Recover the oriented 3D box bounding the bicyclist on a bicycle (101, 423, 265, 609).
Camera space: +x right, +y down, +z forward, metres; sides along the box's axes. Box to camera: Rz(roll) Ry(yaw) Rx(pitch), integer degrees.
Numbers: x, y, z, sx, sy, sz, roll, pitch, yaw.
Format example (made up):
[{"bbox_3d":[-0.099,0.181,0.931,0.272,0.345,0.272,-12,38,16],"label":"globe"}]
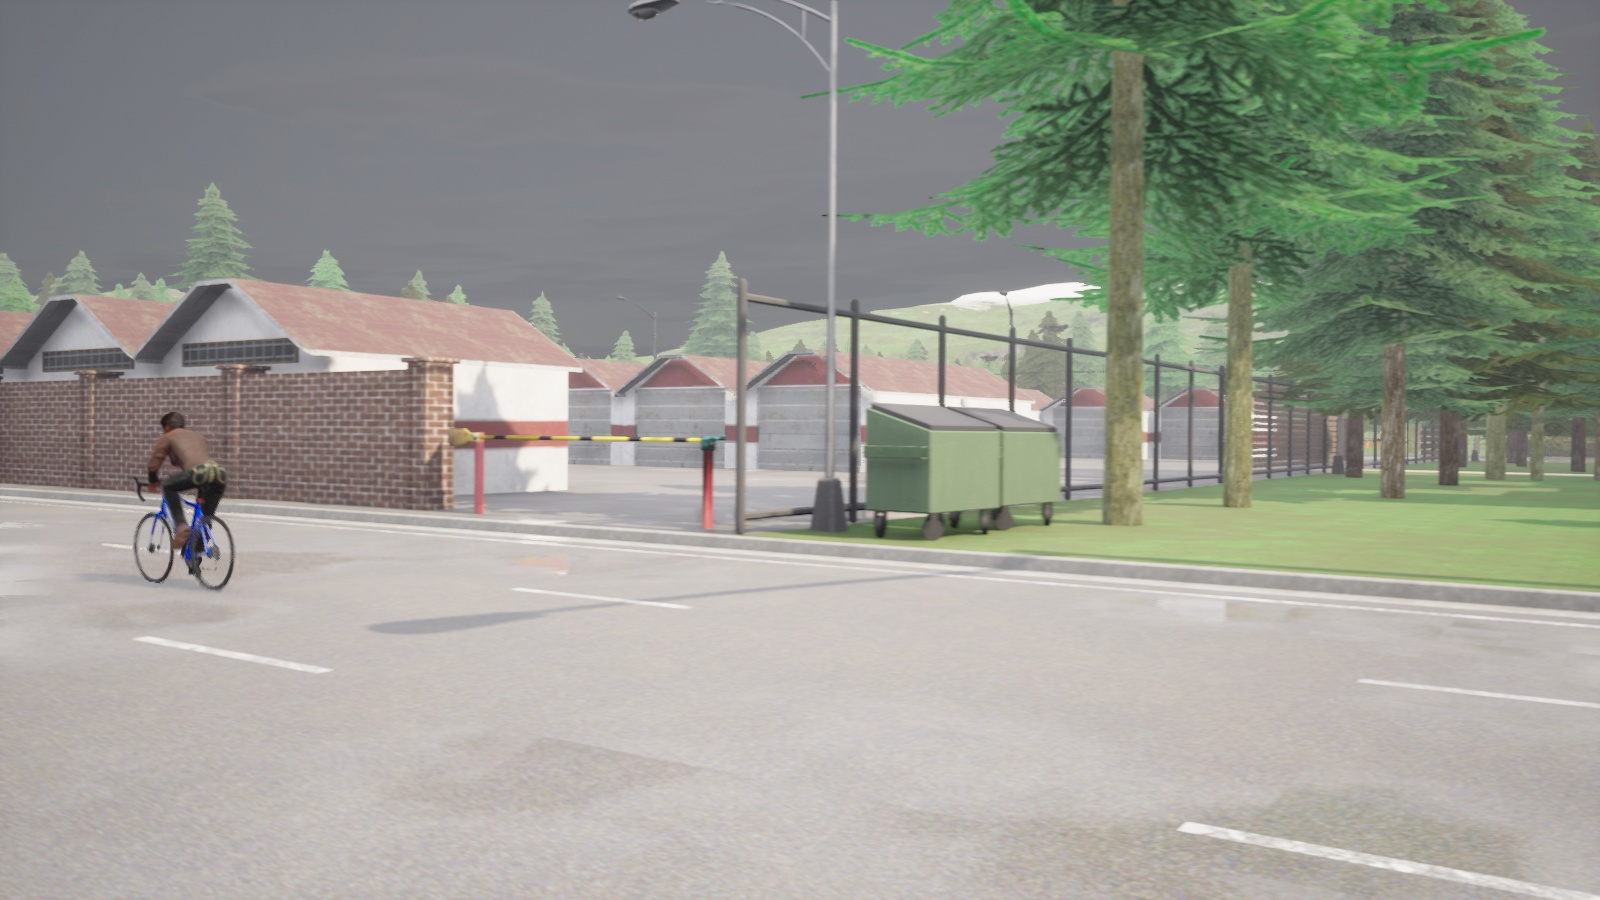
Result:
[{"bbox_3d":[-5.724,0.577,11.627,1.656,1.620,0.582,-1,1,34],"label":"bicyclist on a bicycle"}]
